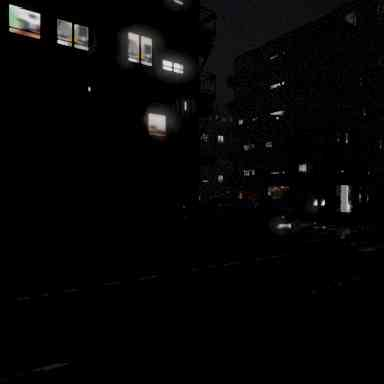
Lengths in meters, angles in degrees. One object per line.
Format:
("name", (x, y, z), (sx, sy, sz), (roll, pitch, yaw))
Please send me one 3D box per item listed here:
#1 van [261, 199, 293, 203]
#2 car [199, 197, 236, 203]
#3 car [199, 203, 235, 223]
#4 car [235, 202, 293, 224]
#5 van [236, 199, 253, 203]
("van", (8.541, 1.603, 33.562), (1.690, 1.788, 3.998), (-1, 0, -36))
("car", (2.041, 1.590, 38.058), (2.150, 2.045, 5.566), (0, -1, -37))
("car", (1.798, 1.874, 28.649), (1.802, 1.307, 4.206), (-1, 0, -36))
("car", (5.907, 1.802, 27.399), (1.994, 1.385, 4.181), (0, -1, -36))
("van", (5.228, 1.676, 38.080), (1.690, 1.788, 3.998), (-1, 0, -36))
